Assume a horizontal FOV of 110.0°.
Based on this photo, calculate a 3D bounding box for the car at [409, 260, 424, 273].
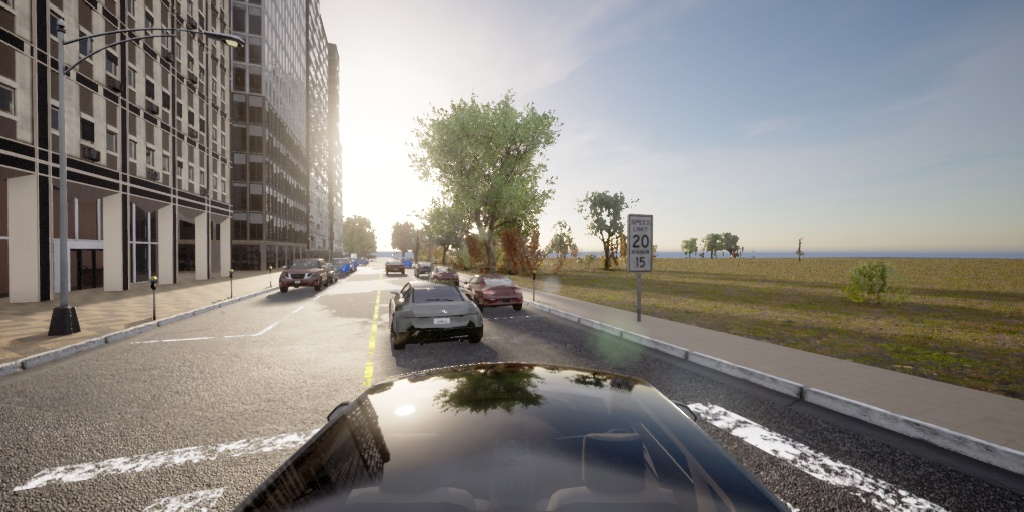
[{"bbox_3d":[-8.474,1.281,34.623,2.007,1.370,4.403,0,0,-20],"label":"car"}]

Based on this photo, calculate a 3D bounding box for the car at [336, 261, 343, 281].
[{"bbox_3d":[-14.019,1.308,26.588,1.948,1.339,4.313,0,0,-20],"label":"car"}]

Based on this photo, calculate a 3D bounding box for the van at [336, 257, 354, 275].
[{"bbox_3d":[-17.716,1.078,37.050,1.690,1.789,3.998,0,0,-20],"label":"van"}]

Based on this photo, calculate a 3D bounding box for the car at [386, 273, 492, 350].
[{"bbox_3d":[-2.124,1.310,9.287,1.994,1.385,4.181,0,0,-20],"label":"car"}]

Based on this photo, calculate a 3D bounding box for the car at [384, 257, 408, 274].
[{"bbox_3d":[-12.788,1.209,39.230,1.882,1.535,5.008,0,0,-19],"label":"car"}]

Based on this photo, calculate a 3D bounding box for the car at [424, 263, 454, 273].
[{"bbox_3d":[-4.650,1.317,24.222,1.802,1.307,4.207,0,0,-20],"label":"car"}]

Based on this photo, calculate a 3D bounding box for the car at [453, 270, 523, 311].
[{"bbox_3d":[-0.877,1.323,13.799,1.802,1.307,4.207,0,0,-20],"label":"car"}]

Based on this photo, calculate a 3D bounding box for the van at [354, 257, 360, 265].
[{"bbox_3d":[-21.458,1.074,47.495,1.690,1.789,3.998,0,0,-20],"label":"van"}]

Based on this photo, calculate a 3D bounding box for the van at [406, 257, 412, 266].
[{"bbox_3d":[-17.819,1.059,60.705,1.690,1.789,3.998,0,0,-20],"label":"van"}]

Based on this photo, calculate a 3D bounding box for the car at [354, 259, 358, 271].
[{"bbox_3d":[-19.587,1.317,42.272,1.802,1.307,4.207,0,0,-20],"label":"car"}]

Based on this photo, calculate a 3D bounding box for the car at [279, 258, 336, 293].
[{"bbox_3d":[-12.192,1.060,21.351,2.192,1.841,5.009,0,0,-20],"label":"car"}]

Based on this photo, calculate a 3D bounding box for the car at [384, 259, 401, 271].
[{"bbox_3d":[-16.308,1.218,48.914,2.128,1.511,4.902,0,0,-19],"label":"car"}]
